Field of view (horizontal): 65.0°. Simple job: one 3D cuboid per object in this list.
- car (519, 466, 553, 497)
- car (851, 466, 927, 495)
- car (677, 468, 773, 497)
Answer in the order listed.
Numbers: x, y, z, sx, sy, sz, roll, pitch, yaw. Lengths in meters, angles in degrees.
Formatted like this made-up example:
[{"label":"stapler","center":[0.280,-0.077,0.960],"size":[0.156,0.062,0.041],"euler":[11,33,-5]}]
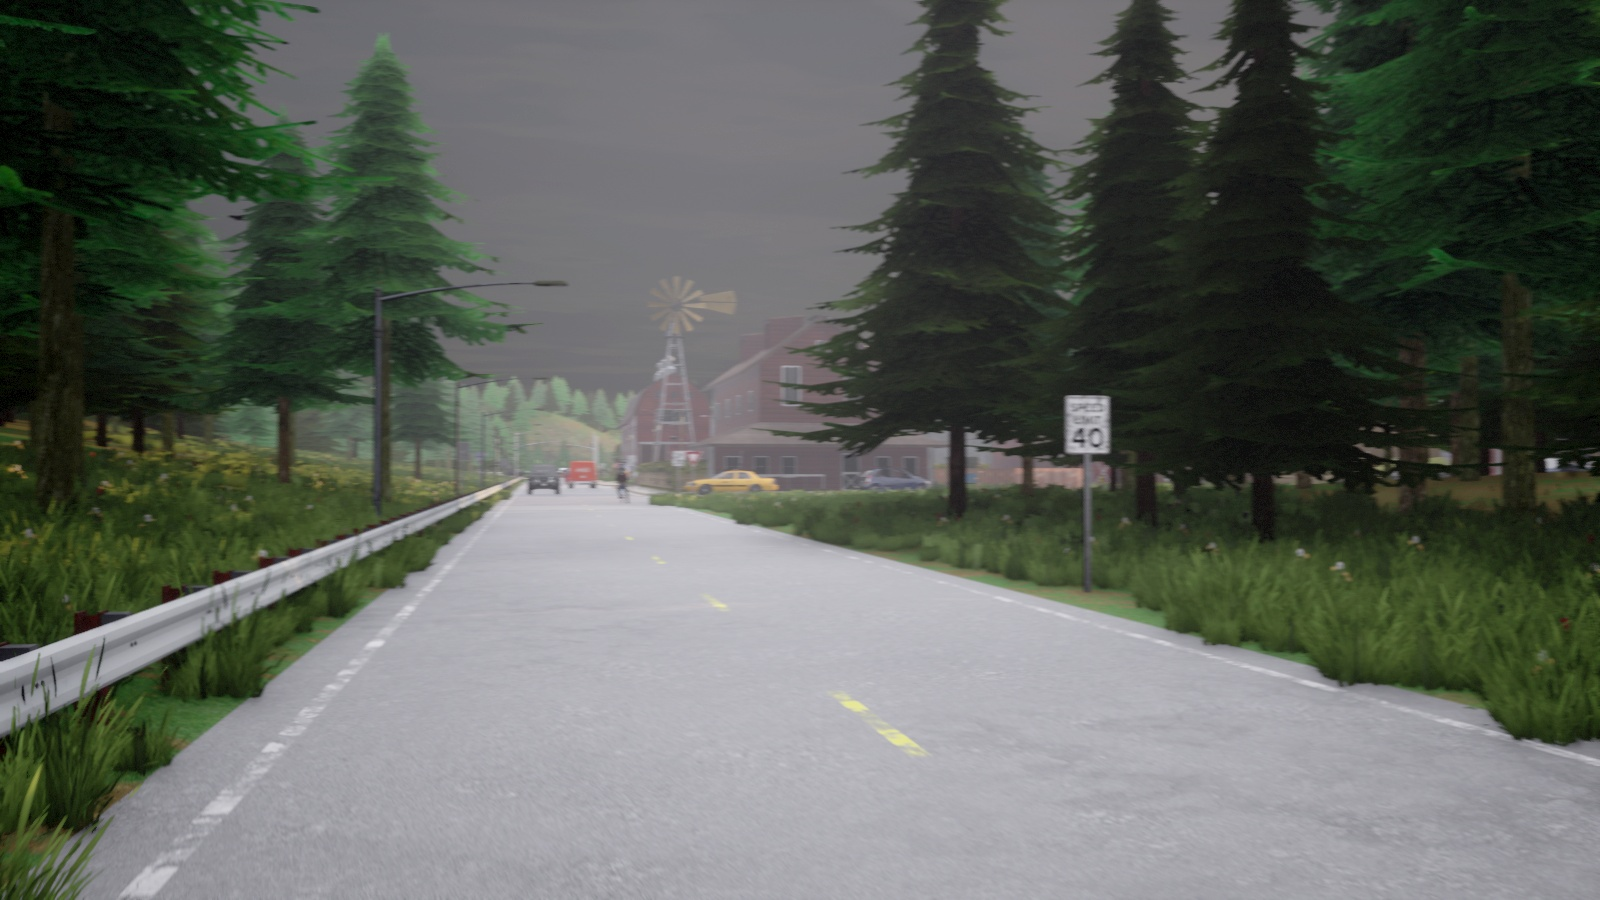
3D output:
[{"label":"car","center":[-17.902,2.115,85.090],"size":[2.150,2.045,5.566],"euler":[0,-1,-12]},{"label":"car","center":[5.042,1.738,71.415],"size":[3.988,1.617,1.851],"euler":[0,-1,-12]},{"label":"car","center":[-4.381,1.882,72.988],"size":[5.366,1.575,1.801],"euler":[0,-1,-12]}]
